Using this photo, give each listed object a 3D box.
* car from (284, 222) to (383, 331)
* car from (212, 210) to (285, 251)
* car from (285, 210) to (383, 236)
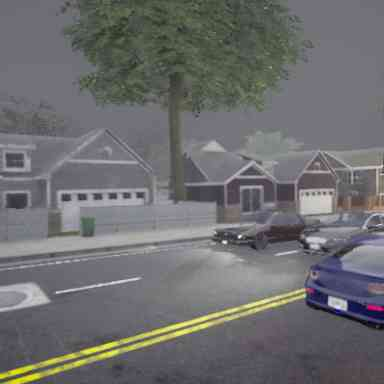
[{"bbox_3d":[4.060,1.494,6.335,4.674,1.442,1.812,0,0,-36],"label":"car"},{"bbox_3d":[3.396,1.492,14.093,5.357,1.411,2.033,0,0,-36],"label":"car"},{"bbox_3d":[5.841,1.432,11.843,4.902,1.511,2.128,0,0,-35],"label":"car"}]
